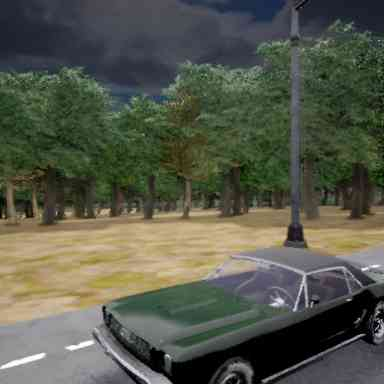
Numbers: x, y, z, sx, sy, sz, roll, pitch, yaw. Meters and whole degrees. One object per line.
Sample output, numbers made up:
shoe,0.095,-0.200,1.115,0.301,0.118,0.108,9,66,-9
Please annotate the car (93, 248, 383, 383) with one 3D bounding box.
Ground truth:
car,1.115,1.590,4.781,4.718,1.301,1.895,0,0,-35
